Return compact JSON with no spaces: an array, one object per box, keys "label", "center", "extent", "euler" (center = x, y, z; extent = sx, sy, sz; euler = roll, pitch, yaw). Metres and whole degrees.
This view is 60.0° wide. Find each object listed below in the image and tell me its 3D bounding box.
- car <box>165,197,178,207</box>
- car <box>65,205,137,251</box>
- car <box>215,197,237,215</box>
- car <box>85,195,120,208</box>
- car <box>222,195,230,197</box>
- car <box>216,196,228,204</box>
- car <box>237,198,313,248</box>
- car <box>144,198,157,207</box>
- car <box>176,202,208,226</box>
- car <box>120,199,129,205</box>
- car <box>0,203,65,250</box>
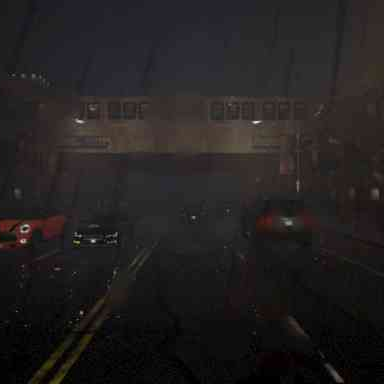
[{"label":"car","center":[-3.398,1.641,55.671],"extent":[2.128,1.511,4.902],"euler":[0,0,1]},{"label":"car","center":[-3.594,1.544,14.518],"extent":[1.837,1.490,4.892],"euler":[0,0,0]},{"label":"car","center":[3.623,1.602,35.775],"extent":[1.837,1.490,4.892],"euler":[0,0,0]},{"label":"car","center":[-10.030,1.327,36.842],"extent":[2.435,2.045,5.566],"euler":[0,0,0]},{"label":"car","center":[6.675,1.631,55.448],"extent":[2.231,1.521,4.892],"euler":[0,0,10]},{"label":"car","center":[6.589,1.676,72.648],"extent":[2.097,1.535,5.008],"euler":[0,0,0]},{"label":"car","center":[3.607,1.263,15.049],"extent":[2.150,2.045,5.566],"euler":[0,0,0]},{"label":"car","center":[-6.895,1.675,55.668],"extent":[1.812,1.442,4.674],"euler":[0,0,1]},{"label":"car","center":[0.109,1.628,23.754],"extent":[1.994,1.385,4.181],"euler":[0,0,0]},{"label":"car","center":[-10.068,1.713,44.237],"extent":[1.895,1.301,4.718],"euler":[0,0,0]},{"label":"car","center":[-7.093,1.391,14.448],"extent":[2.097,1.767,4.553],"euler":[0,0,0]}]
